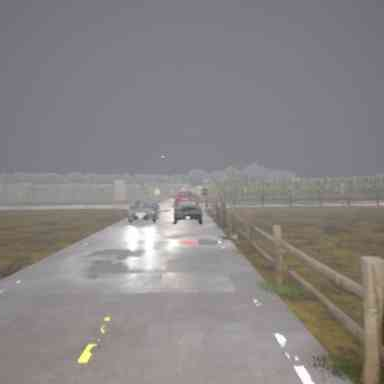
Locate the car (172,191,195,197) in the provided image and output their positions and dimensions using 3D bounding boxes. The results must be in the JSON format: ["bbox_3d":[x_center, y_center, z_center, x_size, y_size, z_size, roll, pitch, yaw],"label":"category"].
[{"bbox_3d":[-0.839,0.893,35.617,2.150,2.045,5.566,-1,0,-4],"label":"car"}]

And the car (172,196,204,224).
[{"bbox_3d":[-0.280,1.270,22.391,1.837,1.490,4.892,-1,1,-1],"label":"car"}]

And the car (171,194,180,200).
[{"bbox_3d":[-4.343,1.200,88.912,2.128,1.511,4.902,-1,0,-1],"label":"car"}]

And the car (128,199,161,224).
[{"bbox_3d":[-3.230,1.276,23.106,2.128,1.511,4.902,-1,1,-1],"label":"car"}]
